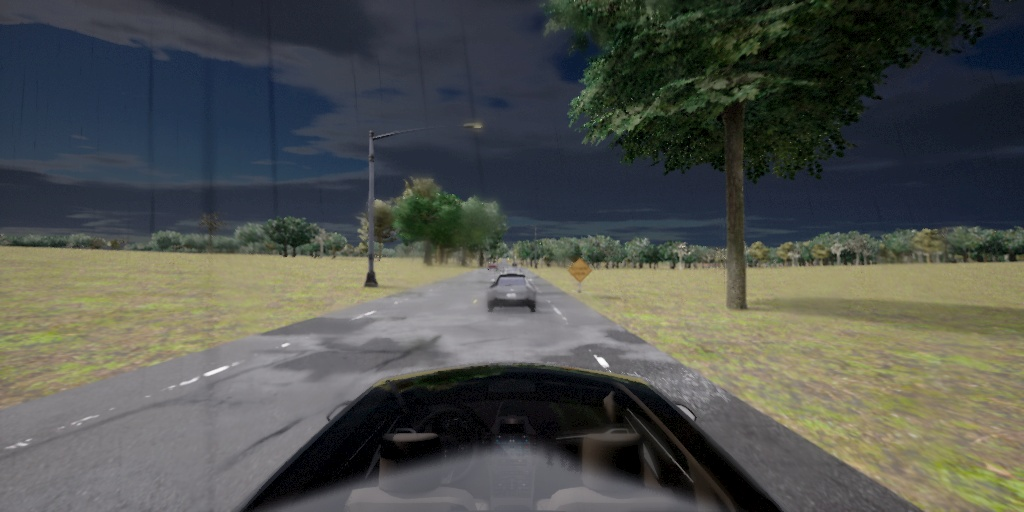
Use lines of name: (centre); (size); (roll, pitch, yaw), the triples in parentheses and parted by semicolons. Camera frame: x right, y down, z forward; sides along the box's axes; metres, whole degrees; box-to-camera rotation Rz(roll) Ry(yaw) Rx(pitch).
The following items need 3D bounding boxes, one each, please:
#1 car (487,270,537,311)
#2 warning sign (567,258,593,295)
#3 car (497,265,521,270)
car: (0.013, 1.454, 15.318); (1.994, 1.385, 4.181); (0, -1, 1)
warning sign: (3.546, 1.040, 18.710); (1.300, 1.860, 1.060); (0, 0, 0)
car: (0.007, 1.639, 30.093); (1.895, 1.301, 4.718); (0, -1, 0)
